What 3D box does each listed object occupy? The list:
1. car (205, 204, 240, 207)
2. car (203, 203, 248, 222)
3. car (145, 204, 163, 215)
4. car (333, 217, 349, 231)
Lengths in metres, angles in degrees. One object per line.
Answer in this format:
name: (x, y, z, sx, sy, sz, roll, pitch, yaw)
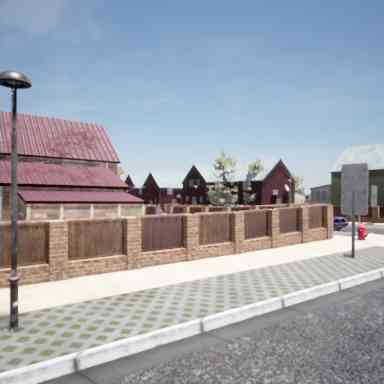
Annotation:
car: (1.915, 2.111, 31.074, 1.837, 1.490, 4.892, 1, -2, -36)
car: (3.375, 2.063, 34.084, 2.097, 1.767, 4.553, 1, -2, -36)
car: (-5.404, 2.307, 41.253, 2.097, 1.767, 4.553, 1, -2, -36)
car: (8.013, 1.918, 22.620, 1.895, 1.301, 4.718, 1, -2, -36)
